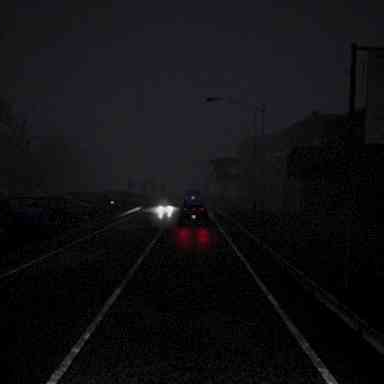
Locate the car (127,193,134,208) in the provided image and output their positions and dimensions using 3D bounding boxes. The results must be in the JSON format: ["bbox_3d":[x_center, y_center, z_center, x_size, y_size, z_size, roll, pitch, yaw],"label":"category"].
[{"bbox_3d":[-8.965,1.118,34.424,5.008,1.535,2.097,0,1,0],"label":"car"}]

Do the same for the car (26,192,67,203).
[{"bbox_3d":[-21.886,0.862,50.298,5.366,1.575,1.946,0,1,0],"label":"car"}]

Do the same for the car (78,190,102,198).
[{"bbox_3d":[-22.133,0.387,72.498,4.553,1.767,2.185,0,1,0],"label":"car"}]

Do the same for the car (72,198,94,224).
[{"bbox_3d":[-8.957,1.306,20.402,4.892,1.521,2.231,0,1,0],"label":"car"}]

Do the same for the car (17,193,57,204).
[{"bbox_3d":[-22.097,0.939,47.523,4.792,1.488,2.163,0,1,0],"label":"car"}]

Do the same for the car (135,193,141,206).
[{"bbox_3d":[-8.980,1.069,40.030,4.674,1.452,2.002,0,1,0],"label":"car"}]

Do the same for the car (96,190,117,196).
[{"bbox_3d":[-22.150,0.329,86.376,4.792,1.488,2.163,0,1,0],"label":"car"}]

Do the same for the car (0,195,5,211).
[{"bbox_3d":[-22.043,1.133,33.648,4.892,1.521,2.231,0,1,0],"label":"car"}]

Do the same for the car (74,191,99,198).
[{"bbox_3d":[-22.096,0.596,69.726,4.674,1.452,2.002,0,1,0],"label":"car"}]

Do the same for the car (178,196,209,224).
[{"bbox_3d":[0.101,1.258,22.597,2.128,1.511,4.902,0,1,0],"label":"car"}]

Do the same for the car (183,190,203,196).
[{"bbox_3d":[0.099,0.749,40.721,2.150,2.045,5.566,0,1,0],"label":"car"}]

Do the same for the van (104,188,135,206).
[{"bbox_3d":[-9.091,0.848,37.223,4.442,1.987,1.878,0,1,0],"label":"van"}]

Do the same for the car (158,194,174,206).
[{"bbox_3d":[-3.338,0.978,43.425,2.128,1.511,4.902,0,1,0],"label":"car"}]

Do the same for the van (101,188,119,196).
[{"bbox_3d":[-22.007,0.031,89.146,4.442,1.987,1.878,0,1,0],"label":"van"}]

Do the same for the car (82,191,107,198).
[{"bbox_3d":[-22.111,0.469,75.276,5.008,1.535,2.097,0,1,0],"label":"car"}]

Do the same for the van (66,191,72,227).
[{"bbox_3d":[-9.064,1.108,17.592,4.442,1.987,1.878,0,1,0],"label":"van"}]

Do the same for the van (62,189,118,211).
[{"bbox_3d":[-9.079,0.976,28.812,4.442,1.987,1.878,0,1,0],"label":"van"}]

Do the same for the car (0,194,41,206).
[{"bbox_3d":[-22.065,0.998,41.973,5.008,1.535,2.097,0,1,0],"label":"car"}]

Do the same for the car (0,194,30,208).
[{"bbox_3d":[-22.061,1.043,39.197,5.008,1.535,2.097,0,1,0],"label":"car"}]

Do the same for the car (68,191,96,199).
[{"bbox_3d":[-22.089,0.600,66.950,5.008,1.535,2.097,0,1,0],"label":"car"}]

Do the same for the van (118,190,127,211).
[{"bbox_3d":[-8.850,0.936,31.614,4.442,1.987,1.878,0,1,0],"label":"van"}]

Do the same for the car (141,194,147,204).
[{"bbox_3d":[-8.796,0.981,42.833,5.366,1.575,1.946,0,1,0],"label":"car"}]

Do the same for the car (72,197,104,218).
[{"bbox_3d":[-8.952,1.315,23.205,4.674,1.452,2.002,0,1,0],"label":"car"}]

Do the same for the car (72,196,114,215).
[{"bbox_3d":[-8.988,1.271,26.013,4.792,1.488,2.163,0,1,0],"label":"car"}]

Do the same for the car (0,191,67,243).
[{"bbox_3d":[-8.915,1.106,14.791,5.566,2.045,2.435,0,0,0],"label":"car"}]

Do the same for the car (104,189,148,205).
[{"bbox_3d":[-8.957,0.688,45.632,5.566,2.045,2.435,0,1,0],"label":"car"}]

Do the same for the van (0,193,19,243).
[{"bbox_3d":[-9.056,1.154,11.987,4.442,1.987,1.878,0,0,0],"label":"van"}]

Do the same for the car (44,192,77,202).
[{"bbox_3d":[-22.050,0.806,55.850,4.792,1.488,2.163,0,1,0],"label":"car"}]

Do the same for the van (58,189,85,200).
[{"bbox_3d":[-22.203,0.462,61.395,4.442,1.987,1.878,0,1,0],"label":"van"}]

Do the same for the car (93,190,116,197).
[{"bbox_3d":[-21.931,0.338,83.599,5.366,1.575,1.946,0,1,0],"label":"car"}]
